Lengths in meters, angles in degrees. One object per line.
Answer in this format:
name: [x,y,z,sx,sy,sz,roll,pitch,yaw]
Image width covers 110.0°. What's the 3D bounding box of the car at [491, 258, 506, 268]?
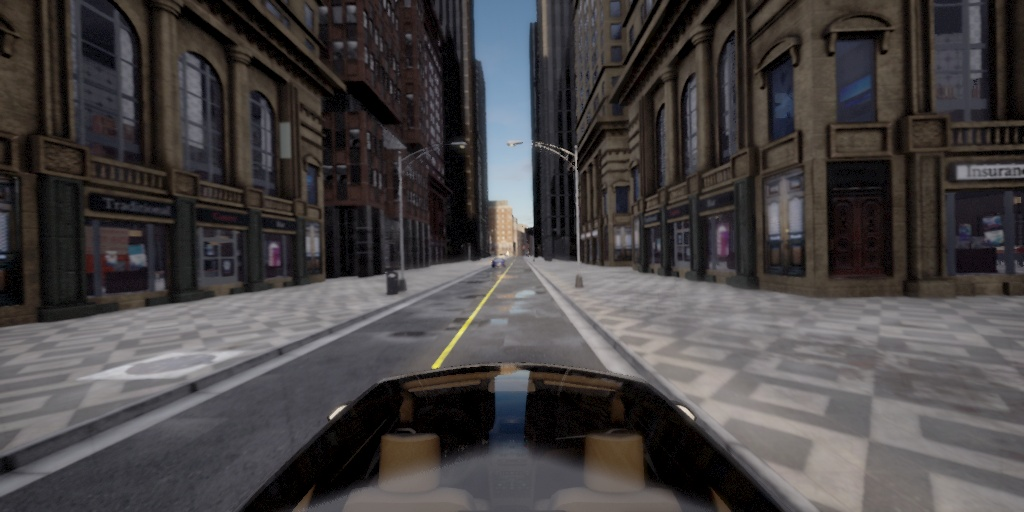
car: [-1.917,0.959,51.928,1.812,1.442,4.674,-1,0,1]
